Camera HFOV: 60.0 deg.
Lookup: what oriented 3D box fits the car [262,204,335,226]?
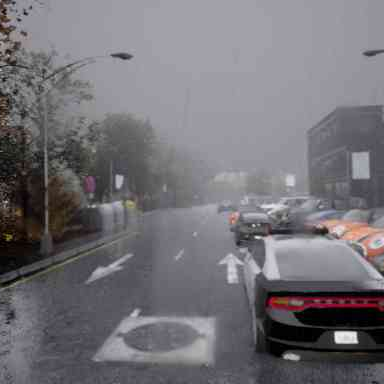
[{"bbox_3d":[7.991,1.669,25.003,4.792,1.488,2.163,0,0,-14],"label":"car"}]

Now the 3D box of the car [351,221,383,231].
[{"bbox_3d":[6.196,1.467,7.083,4.792,1.488,2.163,0,0,-14],"label":"car"}]

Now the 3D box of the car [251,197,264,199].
[{"bbox_3d":[8.292,1.425,27.993,5.566,2.045,2.435,0,-1,-14],"label":"car"}]

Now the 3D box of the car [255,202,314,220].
[{"bbox_3d":[8.596,1.743,30.973,4.792,1.488,2.163,0,-1,-14],"label":"car"}]

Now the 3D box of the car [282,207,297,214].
[{"bbox_3d":[7.116,1.575,16.053,4.674,1.452,2.002,0,-1,-14],"label":"car"}]

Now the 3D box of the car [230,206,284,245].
[{"bbox_3d":[2.960,1.648,16.167,1.837,1.490,4.892,-1,-1,6],"label":"car"}]

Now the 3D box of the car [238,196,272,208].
[{"bbox_3d":[11.589,1.867,60.898,5.566,2.045,2.435,0,-1,-15],"label":"car"}]

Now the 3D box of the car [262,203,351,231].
[{"bbox_3d":[7.539,1.601,21.976,5.366,1.575,1.946,0,0,-14],"label":"car"}]

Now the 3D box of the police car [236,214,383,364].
[{"bbox_3d":[1.982,1.461,6.327,1.930,1.638,5.238,-1,-1,6],"label":"police car"}]

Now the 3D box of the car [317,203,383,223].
[{"bbox_3d":[6.551,1.343,10.084,4.553,1.767,2.185,0,0,-14],"label":"car"}]

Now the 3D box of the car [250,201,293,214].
[{"bbox_3d":[9.523,1.871,39.949,4.674,1.452,2.002,0,-1,-14],"label":"car"}]

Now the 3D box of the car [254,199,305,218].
[{"bbox_3d":[8.888,1.626,33.975,4.553,1.767,2.185,0,-1,-14],"label":"car"}]

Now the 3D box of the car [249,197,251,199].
[{"bbox_3d":[9.188,1.666,36.961,4.553,1.767,2.185,0,-1,-14],"label":"car"}]

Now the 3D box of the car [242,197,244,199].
[{"bbox_3d":[10.813,2.034,54.849,5.366,1.575,1.946,0,-1,-14],"label":"car"}]

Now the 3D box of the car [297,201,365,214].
[{"bbox_3d":[6.849,1.376,13.070,4.553,1.767,2.185,0,0,-14],"label":"car"}]

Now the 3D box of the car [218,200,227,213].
[{"bbox_3d":[4.584,1.874,44.330,2.097,1.767,4.553,-1,-1,6],"label":"car"}]

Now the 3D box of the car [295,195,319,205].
[{"bbox_3d":[26.048,1.795,75.554,2.435,2.045,5.566,-1,0,-16],"label":"car"}]

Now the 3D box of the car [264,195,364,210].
[{"bbox_3d":[7.401,1.317,19.021,5.566,2.045,2.435,0,0,-14],"label":"car"}]

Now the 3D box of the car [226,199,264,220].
[{"bbox_3d":[3.549,1.562,22.110,2.097,1.767,4.553,-1,-1,6],"label":"car"}]

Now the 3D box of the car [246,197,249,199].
[{"bbox_3d":[9.851,1.746,42.941,4.553,1.767,2.185,0,-1,-14],"label":"car"}]
